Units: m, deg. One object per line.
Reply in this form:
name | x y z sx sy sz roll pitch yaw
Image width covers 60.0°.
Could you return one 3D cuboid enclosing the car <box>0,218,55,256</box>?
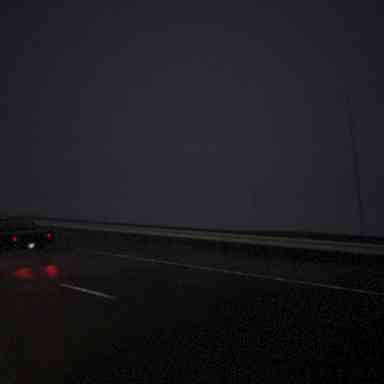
car | -7.815 1.739 13.745 4.718 1.301 1.895 -1 0 36
